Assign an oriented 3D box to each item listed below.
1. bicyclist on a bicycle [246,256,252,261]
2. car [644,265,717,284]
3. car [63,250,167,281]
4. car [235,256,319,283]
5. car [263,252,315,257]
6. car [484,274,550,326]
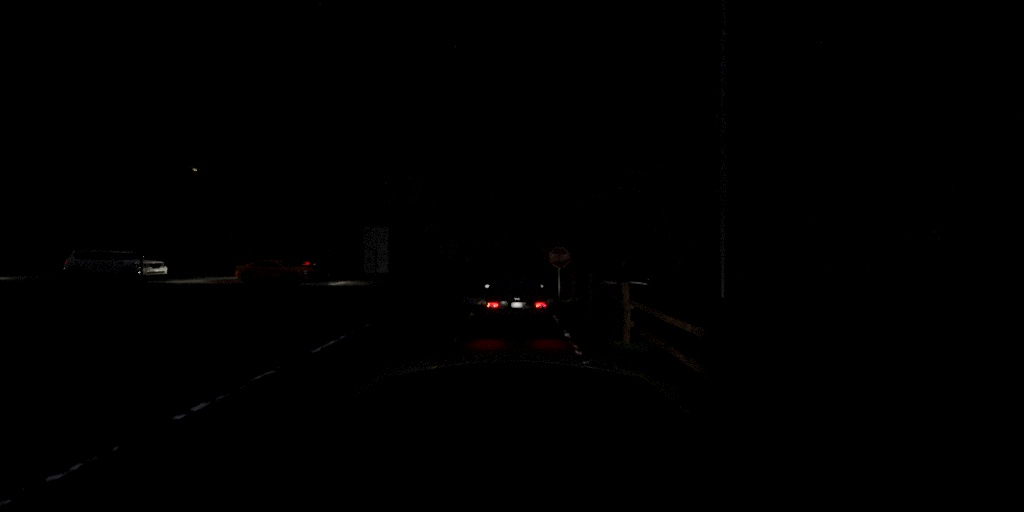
[{"bbox_3d":[-22.445,0.864,30.569,0.582,1.620,1.656,1,0,1],"label":"bicyclist on a bicycle"},{"bbox_3d":[12.973,1.402,27.153,5.357,1.411,2.033,1,0,0],"label":"car"},{"bbox_3d":[-27.143,0.606,24.640,5.566,2.045,2.150,1,0,1],"label":"car"},{"bbox_3d":[-16.016,1.003,24.524,5.008,1.535,1.882,0,0,1],"label":"car"},{"bbox_3d":[-17.892,0.703,27.579,5.566,2.045,2.150,1,0,-1],"label":"car"},{"bbox_3d":[0.080,1.274,11.515,2.033,1.411,5.357,0,0,-1],"label":"car"}]
